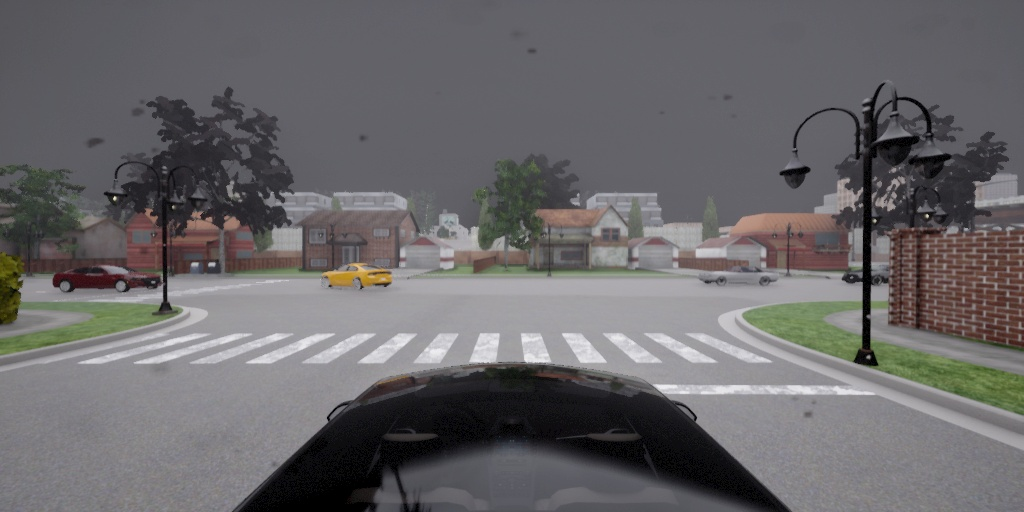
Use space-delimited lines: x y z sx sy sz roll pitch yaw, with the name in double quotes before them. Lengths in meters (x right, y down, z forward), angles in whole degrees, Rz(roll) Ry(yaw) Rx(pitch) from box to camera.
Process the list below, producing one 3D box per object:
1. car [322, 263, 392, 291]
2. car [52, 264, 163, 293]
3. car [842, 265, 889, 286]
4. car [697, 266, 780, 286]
"car" -9.549 1.208 21.907 5.008 1.535 1.882 0 0 31
"car" -23.251 1.250 20.735 5.008 1.535 1.882 0 0 0
"car" 25.450 1.307 24.730 4.181 1.385 1.994 0 0 1
"car" 15.447 1.344 24.695 4.718 1.301 1.895 0 0 0
